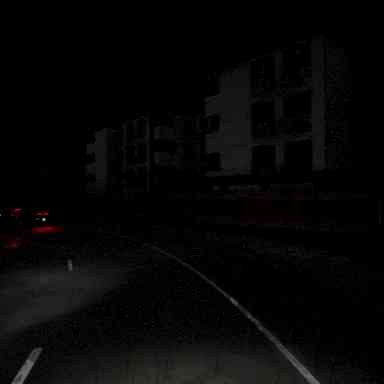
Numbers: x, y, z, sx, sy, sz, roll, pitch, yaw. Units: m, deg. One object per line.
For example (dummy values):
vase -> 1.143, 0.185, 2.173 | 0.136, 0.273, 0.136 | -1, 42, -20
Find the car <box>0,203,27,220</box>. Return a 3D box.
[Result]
car -> -19.217, 2.006, 35.111 | 2.128, 1.511, 4.902 | 0, -1, -40

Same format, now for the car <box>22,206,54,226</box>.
car -> -12.781, 1.886, 27.213 | 1.837, 1.490, 4.892 | 0, -1, -39

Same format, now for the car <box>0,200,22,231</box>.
car -> -13.433, 1.557, 22.462 | 2.150, 2.045, 5.566 | 0, -1, -38
